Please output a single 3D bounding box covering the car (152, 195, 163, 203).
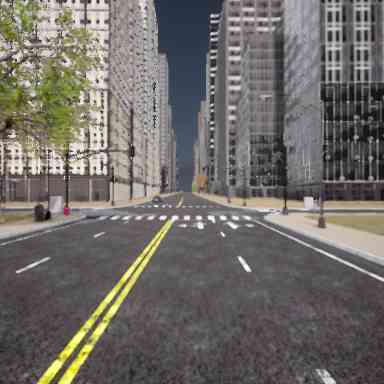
[{"bbox_3d":[-7.240,1.455,69.198,1.812,1.442,4.674,0,0,-1],"label":"car"}]
